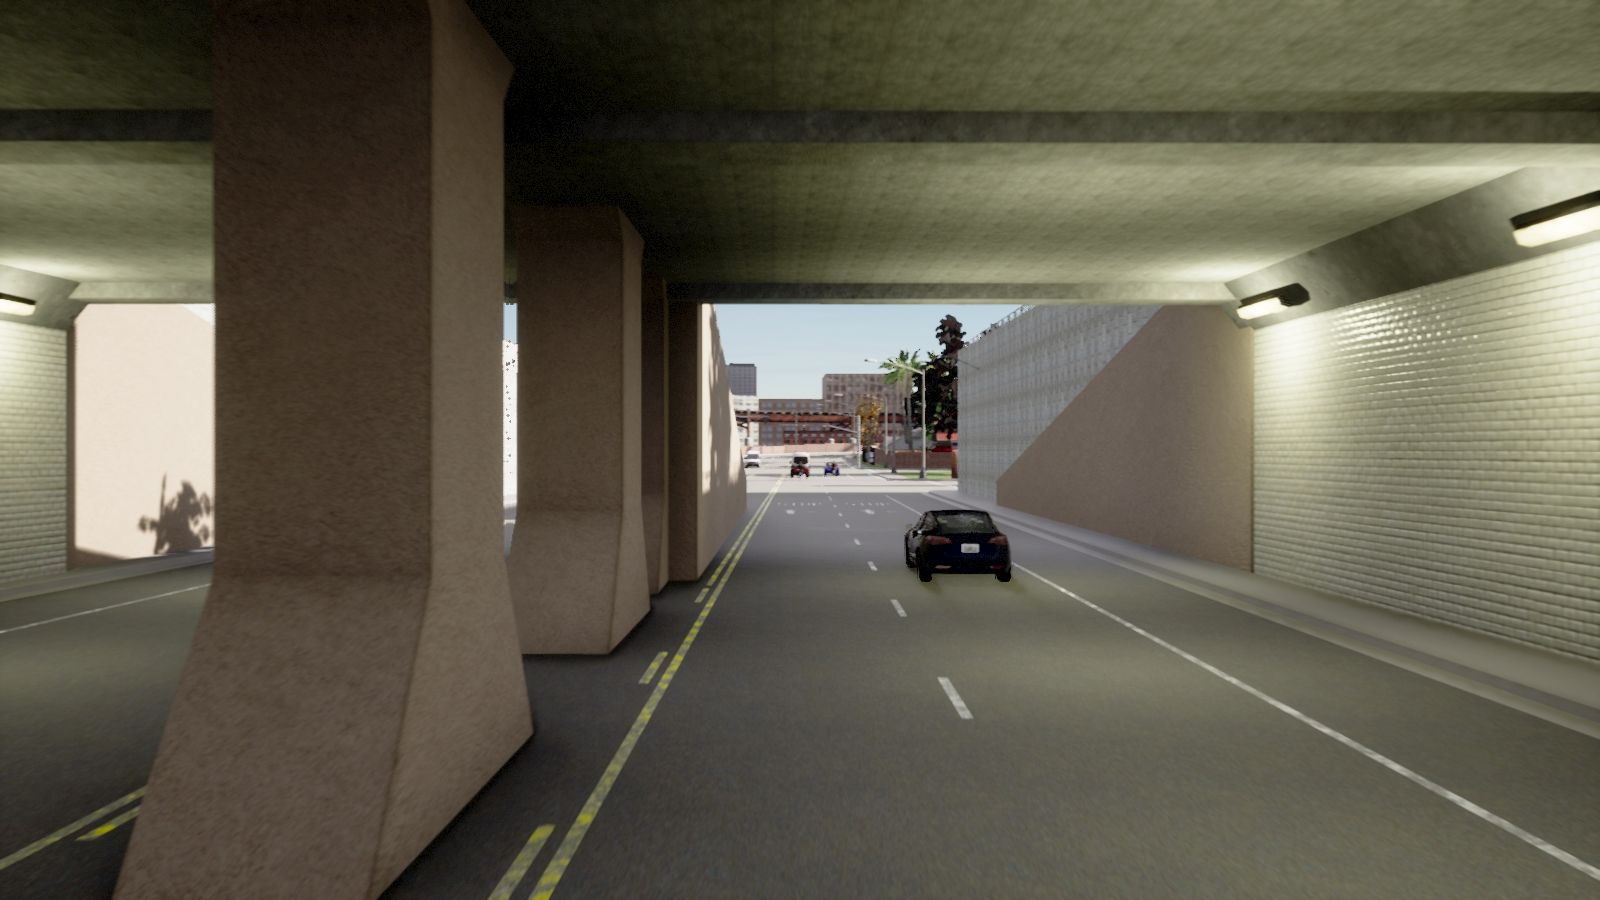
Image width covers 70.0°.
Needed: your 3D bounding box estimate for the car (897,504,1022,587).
[{"bbox_3d":[3.463,2.063,25.750,2.163,1.488,4.792,0,0,0],"label":"car"}]
